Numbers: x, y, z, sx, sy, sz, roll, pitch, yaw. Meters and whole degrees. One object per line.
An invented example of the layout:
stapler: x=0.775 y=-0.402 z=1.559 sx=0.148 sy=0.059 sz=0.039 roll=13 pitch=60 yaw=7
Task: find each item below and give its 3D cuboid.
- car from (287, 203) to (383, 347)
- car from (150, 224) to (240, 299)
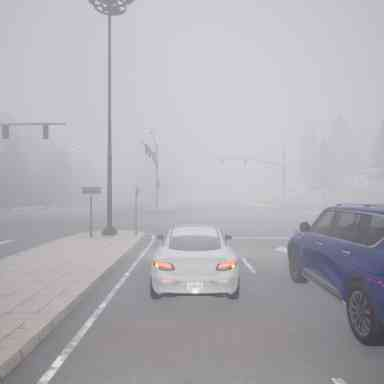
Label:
car: x=3.553 y=1.221 z=6.454 sx=2.150 sy=2.045 sz=5.566 roll=0 pitch=0 yaw=1
car: x=0.062 y=1.526 z=8.300 sx=1.812 sy=1.442 sz=4.674 roll=0 pitch=0 yaw=0
